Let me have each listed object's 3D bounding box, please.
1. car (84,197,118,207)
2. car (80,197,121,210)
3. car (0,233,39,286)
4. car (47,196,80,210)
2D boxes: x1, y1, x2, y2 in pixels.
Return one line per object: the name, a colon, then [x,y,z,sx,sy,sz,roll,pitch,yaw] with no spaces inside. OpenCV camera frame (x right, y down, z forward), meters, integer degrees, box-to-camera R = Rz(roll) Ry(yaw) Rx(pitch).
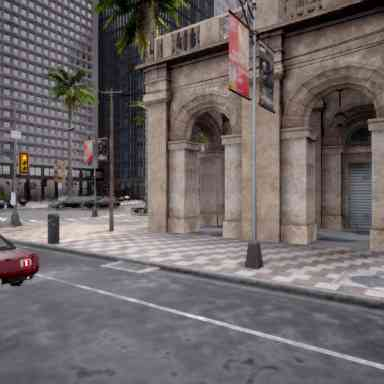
car: [-13.928,1.513,51.276,2.161,1.482,4.786,0,0,35]
car: [-11.631,1.601,43.187,1.895,1.301,4.718,0,0,36]
car: [-5.828,1.601,8.200,4.718,1.301,1.895,0,0,37]
car: [-16.179,1.352,42.864,2.097,1.767,4.553,0,0,36]
